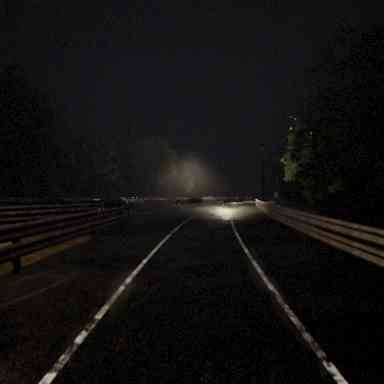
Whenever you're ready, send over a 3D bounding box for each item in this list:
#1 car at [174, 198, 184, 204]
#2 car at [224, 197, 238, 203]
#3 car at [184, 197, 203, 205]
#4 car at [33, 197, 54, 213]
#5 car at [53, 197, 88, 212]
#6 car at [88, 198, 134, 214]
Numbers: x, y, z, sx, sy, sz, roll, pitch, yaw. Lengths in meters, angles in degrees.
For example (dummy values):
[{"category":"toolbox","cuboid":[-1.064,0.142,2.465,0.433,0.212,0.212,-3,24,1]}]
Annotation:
[{"category":"car","cuboid":[-2.006,1.889,69.254,1.895,1.301,4.718,0,-1,18]},{"category":"car","cuboid":[8.999,2.048,80.297,1.994,1.385,4.181,0,-1,18]},{"category":"car","cuboid":[0.677,1.750,66.209,1.882,1.535,5.008,0,-1,18]},{"category":"car","cuboid":[-13.840,1.300,33.459,1.837,1.490,4.892,0,-1,18]},{"category":"car","cuboid":[-10.539,1.351,32.289,2.033,1.411,5.357,0,-1,18]},{"category":"car","cuboid":[-7.224,1.338,31.156,1.837,1.490,4.892,1,-1,18]}]
